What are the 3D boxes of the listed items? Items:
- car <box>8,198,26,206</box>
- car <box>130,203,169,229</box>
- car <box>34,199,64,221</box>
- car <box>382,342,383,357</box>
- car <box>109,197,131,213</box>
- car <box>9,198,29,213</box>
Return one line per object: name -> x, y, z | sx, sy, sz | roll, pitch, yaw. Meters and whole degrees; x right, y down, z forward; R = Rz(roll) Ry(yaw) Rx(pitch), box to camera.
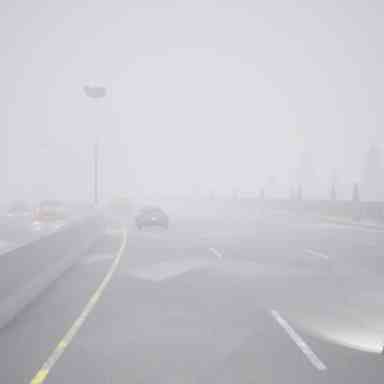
car -> -33.420, 1.820, 63.499 | 1.812, 1.442, 4.674 | -1, 0, -44
car -> -2.780, 1.578, 21.992 | 1.994, 1.385, 4.181 | 0, 0, -13
car -> -12.014, 1.436, 28.162 | 2.097, 1.767, 4.553 | 0, 0, -19
car -> 3.376, 1.547, 2.402 | 1.994, 1.385, 4.181 | 0, 0, -2
car -> -8.277, 1.414, 38.412 | 2.097, 1.767, 4.553 | 0, 0, -23
car -> -20.616, 1.648, 39.600 | 1.882, 1.535, 5.008 | 0, 0, -28
